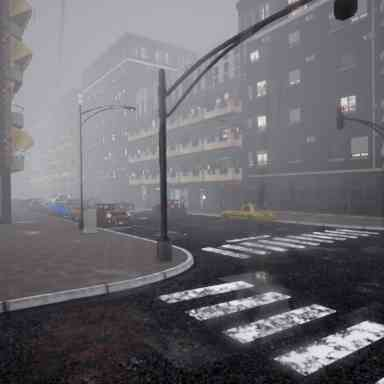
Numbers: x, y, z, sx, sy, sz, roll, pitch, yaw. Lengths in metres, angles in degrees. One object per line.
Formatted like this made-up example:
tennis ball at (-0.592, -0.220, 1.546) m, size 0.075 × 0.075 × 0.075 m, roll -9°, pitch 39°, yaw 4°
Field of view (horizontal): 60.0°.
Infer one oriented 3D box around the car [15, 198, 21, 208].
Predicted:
car at (-25.277, 1.769, 50.880) m, size 1.947 × 1.339 × 4.313 m, roll -1°, pitch 1°, yaw -36°

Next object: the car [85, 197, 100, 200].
car at (-15.245, 1.501, 51.269) m, size 1.967 × 1.590 × 4.097 m, roll -1°, pitch 1°, yaw -36°

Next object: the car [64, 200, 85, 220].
car at (-9.044, 1.652, 28.262) m, size 1.752 × 1.417 × 4.829 m, roll -1°, pitch 1°, yaw -36°

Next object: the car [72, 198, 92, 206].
car at (-18.470, 1.643, 55.766) m, size 1.947 × 1.339 × 4.313 m, roll -1°, pitch 1°, yaw -36°

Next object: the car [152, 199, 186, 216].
car at (-2.337, 1.441, 33.284) m, size 1.967 × 1.590 × 4.097 m, roll -1°, pitch 1°, yaw -36°

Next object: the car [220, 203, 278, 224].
car at (4.019, 1.498, 24.431) m, size 1.752 × 1.417 × 4.829 m, roll -1°, pitch 1°, yaw -36°

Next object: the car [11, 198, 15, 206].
car at (-31.731, 1.782, 59.873) m, size 1.887 × 1.381 × 4.507 m, roll -1°, pitch 1°, yaw -36°

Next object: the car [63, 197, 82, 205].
car at (-21.697, 1.645, 60.262) m, size 2.008 × 1.369 × 4.403 m, roll -1°, pitch 1°, yaw -36°

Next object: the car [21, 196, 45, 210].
car at (-22.052, 1.628, 46.384) m, size 1.967 × 1.590 × 4.097 m, roll -1°, pitch 1°, yaw -36°

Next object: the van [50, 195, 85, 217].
van at (-12.373, 1.483, 32.894) m, size 1.690 × 1.788 × 3.998 m, roll -1°, pitch 1°, yaw -36°

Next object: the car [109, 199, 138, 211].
car at (-8.789, 1.581, 42.277) m, size 2.008 × 1.369 × 4.403 m, roll -1°, pitch 1°, yaw -36°

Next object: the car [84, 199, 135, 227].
car at (-5.918, 1.552, 23.904) m, size 1.967 × 1.590 × 4.097 m, roll -1°, pitch 1°, yaw -36°

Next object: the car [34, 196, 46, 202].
car at (-37.831, 1.727, 82.743) m, size 1.887 × 1.381 × 4.507 m, roll -1°, pitch 1°, yaw -36°
